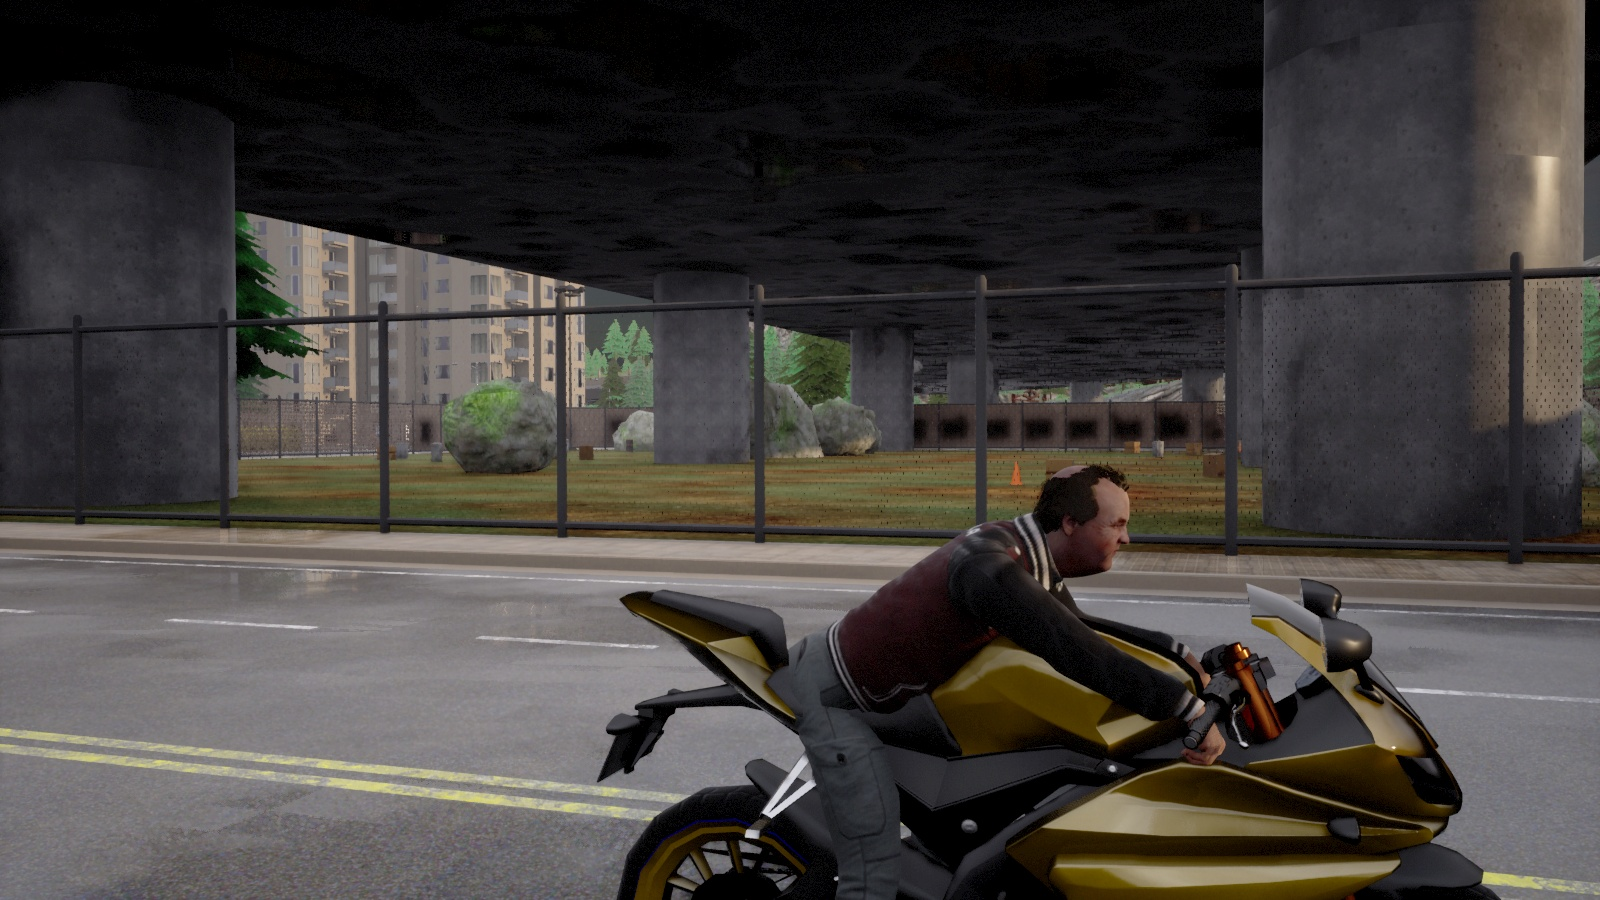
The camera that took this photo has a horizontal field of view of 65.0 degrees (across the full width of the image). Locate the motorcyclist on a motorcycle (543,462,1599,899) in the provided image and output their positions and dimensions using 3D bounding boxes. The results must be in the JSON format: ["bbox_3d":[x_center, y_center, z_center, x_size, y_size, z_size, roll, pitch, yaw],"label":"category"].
[{"bbox_3d":[0.575,0.816,3.000,2.191,1.530,0.866,1,1,19],"label":"motorcyclist on a motorcycle"}]
